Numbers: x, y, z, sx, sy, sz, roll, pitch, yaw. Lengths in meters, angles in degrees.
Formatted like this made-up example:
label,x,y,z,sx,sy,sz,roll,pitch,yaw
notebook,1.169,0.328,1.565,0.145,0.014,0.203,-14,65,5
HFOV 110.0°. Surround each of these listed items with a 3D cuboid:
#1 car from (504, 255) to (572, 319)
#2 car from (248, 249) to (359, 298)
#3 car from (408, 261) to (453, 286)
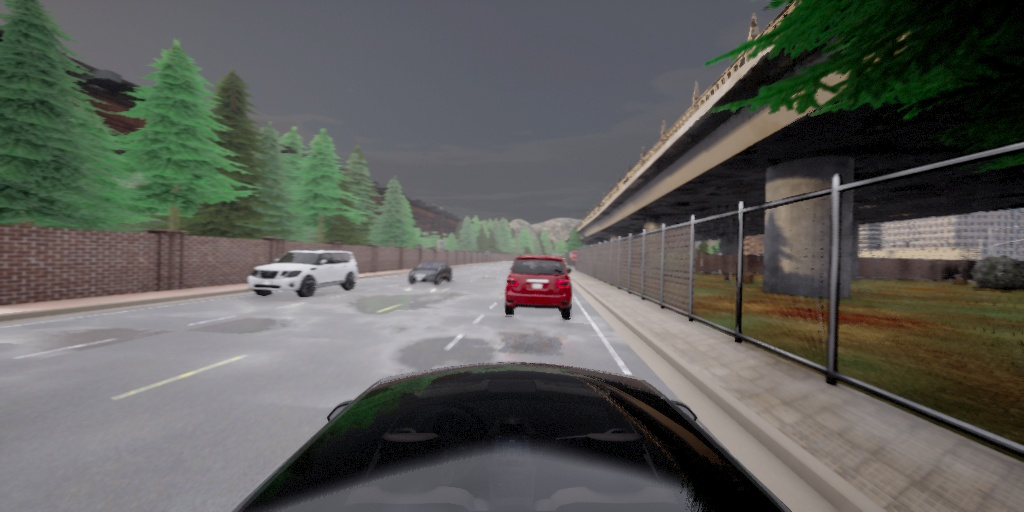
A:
label,x,y,z,sx,sy,sz,roll,pitch,yaw
car,1.022,0.995,13.351,2.150,2.045,5.566,2,0,6
car,-9.363,0.703,16.776,2.150,2.045,5.566,2,0,5
car,-5.233,1.086,23.571,2.128,1.511,4.902,2,0,5
